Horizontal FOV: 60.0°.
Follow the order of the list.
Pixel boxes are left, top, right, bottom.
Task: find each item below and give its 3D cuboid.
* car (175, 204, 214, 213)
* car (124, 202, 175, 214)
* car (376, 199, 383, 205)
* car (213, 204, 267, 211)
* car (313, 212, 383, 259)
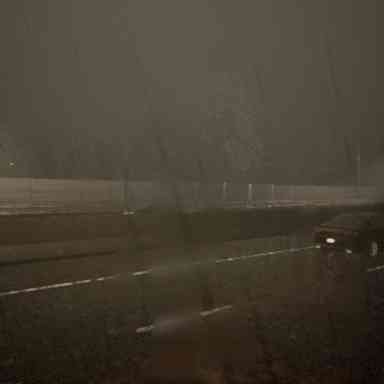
[{"bbox_3d":[1.148,1.631,26.295,4.181,1.385,1.994,0,0,-35],"label":"car"},{"bbox_3d":[-3.314,1.579,27.415,4.674,1.442,1.812,0,0,-35],"label":"car"},{"bbox_3d":[30.396,1.731,51.377,5.008,1.535,1.882,0,0,-35],"label":"car"},{"bbox_3d":[4.168,1.673,24.152,4.718,1.301,1.895,0,0,-35],"label":"car"},{"bbox_3d":[6.784,1.530,12.881,5.008,1.535,1.882,0,0,-35],"label":"car"}]
